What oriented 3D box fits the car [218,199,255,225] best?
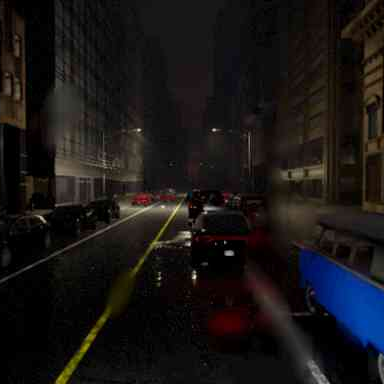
[{"bbox_3d":[2.762,1.196,21.392,1.802,1.307,4.206,0,1,0],"label":"car"}]

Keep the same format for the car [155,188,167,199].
[{"bbox_3d":[-5.760,0.465,54.985,1.967,1.590,4.097,0,1,0],"label":"car"}]

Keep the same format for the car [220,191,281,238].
[{"bbox_3d":[2.761,1.029,15.786,2.192,1.841,5.009,0,1,0],"label":"car"}]

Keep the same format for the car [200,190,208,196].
[{"bbox_3d":[2.768,0.178,77.400,1.887,1.381,4.507,0,1,0],"label":"car"}]

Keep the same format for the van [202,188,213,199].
[{"bbox_3d":[2.765,0.268,60.593,1.690,1.788,3.998,0,1,0],"label":"van"}]

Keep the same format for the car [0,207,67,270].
[{"bbox_3d":[-5.764,1.365,10.177,2.008,1.369,4.403,0,1,0],"label":"car"}]

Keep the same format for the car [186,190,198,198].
[{"bbox_3d":[0.007,0.419,63.771,2.033,1.411,5.357,0,1,0],"label":"car"}]

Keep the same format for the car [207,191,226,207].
[{"bbox_3d":[2.763,0.759,38.192,1.967,1.590,4.097,0,1,0],"label":"car"}]

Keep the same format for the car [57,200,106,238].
[{"bbox_3d":[-5.763,1.280,15.778,1.947,1.339,4.313,0,1,0],"label":"car"}]

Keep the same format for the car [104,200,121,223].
[{"bbox_3d":[-5.763,1.180,21.379,1.947,1.339,4.313,0,1,0],"label":"car"}]

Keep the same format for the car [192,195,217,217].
[{"bbox_3d":[0.903,1.050,26.524,1.812,1.442,4.674,0,1,0],"label":"car"}]

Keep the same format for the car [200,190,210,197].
[{"bbox_3d":[2.767,0.276,71.799,1.887,1.381,4.507,0,1,0],"label":"car"}]

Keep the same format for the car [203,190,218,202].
[{"bbox_3d":[2.764,0.563,49.393,1.967,1.590,4.097,0,1,0],"label":"car"}]

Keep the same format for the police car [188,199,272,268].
[{"bbox_3d":[0.901,1.231,10.634,1.930,1.638,5.238,0,1,0],"label":"police car"}]

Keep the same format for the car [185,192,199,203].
[{"bbox_3d":[0.028,0.716,47.657,1.994,1.385,4.181,0,1,0],"label":"car"}]

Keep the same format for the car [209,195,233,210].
[{"bbox_3d":[2.763,0.983,32.593,1.947,1.339,4.313,0,1,0],"label":"car"}]

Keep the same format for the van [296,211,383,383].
[{"bbox_3d":[2.760,1.255,4.585,1.690,1.788,3.998,0,1,0],"label":"van"}]

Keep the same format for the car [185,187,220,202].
[{"bbox_3d":[0.855,0.851,20.548,2.150,2.045,5.566,0,1,0],"label":"car"}]

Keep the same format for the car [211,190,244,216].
[{"bbox_3d":[2.762,0.830,26.987,2.192,1.841,5.009,0,1,0],"label":"car"}]

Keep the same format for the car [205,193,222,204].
[{"bbox_3d":[2.764,0.787,43.795,1.947,1.339,4.313,0,1,0],"label":"car"}]

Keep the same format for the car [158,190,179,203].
[{"bbox_3d":[-3.035,0.798,45.140,1.895,1.301,4.718,0,1,1],"label":"car"}]

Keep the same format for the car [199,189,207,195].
[{"bbox_3d":[2.768,-0.025,82.999,1.967,1.590,4.097,0,1,0],"label":"car"}]

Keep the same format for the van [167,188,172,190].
[{"bbox_3d":[-5.759,0.072,71.787,1.690,1.788,3.998,0,1,0],"label":"van"}]

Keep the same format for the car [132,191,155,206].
[{"bbox_3d":[-5.762,0.864,38.183,1.887,1.381,4.507,0,1,0],"label":"car"}]

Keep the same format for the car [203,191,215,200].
[{"bbox_3d":[2.766,0.607,54.997,1.802,1.307,4.206,0,1,0],"label":"car"}]
